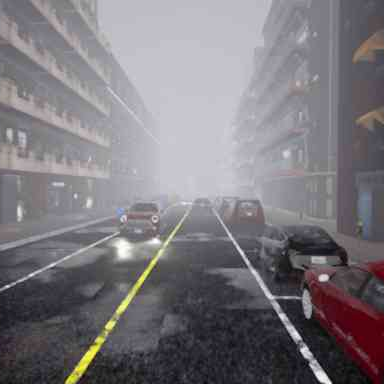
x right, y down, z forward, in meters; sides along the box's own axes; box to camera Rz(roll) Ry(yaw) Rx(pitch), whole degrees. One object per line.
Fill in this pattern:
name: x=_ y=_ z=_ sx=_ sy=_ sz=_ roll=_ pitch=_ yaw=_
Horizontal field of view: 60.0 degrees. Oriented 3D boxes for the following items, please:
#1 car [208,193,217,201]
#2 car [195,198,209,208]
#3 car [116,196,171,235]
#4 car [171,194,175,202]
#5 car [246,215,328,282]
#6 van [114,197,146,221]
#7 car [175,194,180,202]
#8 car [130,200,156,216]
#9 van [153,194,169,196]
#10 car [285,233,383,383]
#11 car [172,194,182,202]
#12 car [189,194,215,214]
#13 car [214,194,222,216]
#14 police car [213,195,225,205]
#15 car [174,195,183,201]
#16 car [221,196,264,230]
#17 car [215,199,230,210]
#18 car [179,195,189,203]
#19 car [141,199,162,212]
car: x=5.111 y=1.308 z=83.233 sx=2.192 sy=1.841 sz=5.009 roll=0 pitch=0 yaw=2
car: x=1.450 y=1.581 z=47.919 sx=1.895 sy=1.301 sz=4.718 roll=0 pitch=0 yaw=2
car: x=-2.576 y=1.321 z=18.519 sx=2.097 sy=1.767 sz=4.553 roll=0 pitch=0 yaw=2
car: x=-4.279 y=1.259 z=49.544 sx=2.192 sy=1.841 sz=5.009 roll=0 pitch=0 yaw=2
car: x=2.935 y=1.577 z=9.635 sx=1.947 sy=1.339 sz=4.313 roll=0 pitch=0 yaw=2
van: x=-4.906 y=1.292 z=26.896 sx=1.690 sy=1.788 sz=3.998 roll=0 pitch=0 yaw=2
car: x=-3.599 y=1.256 z=72.190 sx=2.192 sy=1.841 sz=5.009 roll=0 pitch=0 yaw=2
car: x=-4.737 y=1.531 z=32.558 sx=1.802 sy=1.307 sz=4.206 roll=0 pitch=0 yaw=2
van: x=-4.418 y=1.286 z=43.882 sx=1.690 sy=1.788 sz=3.998 roll=0 pitch=0 yaw=2
car: x=2.778 y=1.559 z=4.316 sx=1.887 sy=1.381 sz=4.507 roll=0 pitch=0 yaw=2
car: x=-3.431 y=1.381 z=77.851 sx=1.967 sy=1.590 sz=4.097 roll=0 pitch=0 yaw=2
car: x=1.068 y=1.336 z=34.681 sx=2.097 sy=1.767 sz=4.553 roll=0 pitch=0 yaw=2
car: x=3.604 y=1.316 z=32.281 sx=2.192 sy=1.841 sz=5.009 roll=0 pitch=0 yaw=2
police car: x=4.722 y=1.423 z=59.134 sx=1.930 sy=1.638 sz=5.238 roll=0 pitch=0 yaw=2
car: x=-3.262 y=1.506 z=83.512 sx=1.947 sy=1.339 sz=4.313 roll=0 pitch=0 yaw=2
car: x=3.268 y=1.321 z=20.957 sx=2.192 sy=1.841 sz=5.009 roll=0 pitch=0 yaw=2
car: x=3.941 y=1.580 z=43.603 sx=1.802 sy=1.307 sz=4.206 roll=0 pitch=0 yaw=2
car: x=-0.949 y=1.480 z=70.356 sx=2.128 sy=1.511 sz=4.902 roll=0 pitch=0 yaw=2
car: x=-4.572 y=1.529 z=38.219 sx=1.802 sy=1.307 sz=4.206 roll=0 pitch=0 yaw=2
